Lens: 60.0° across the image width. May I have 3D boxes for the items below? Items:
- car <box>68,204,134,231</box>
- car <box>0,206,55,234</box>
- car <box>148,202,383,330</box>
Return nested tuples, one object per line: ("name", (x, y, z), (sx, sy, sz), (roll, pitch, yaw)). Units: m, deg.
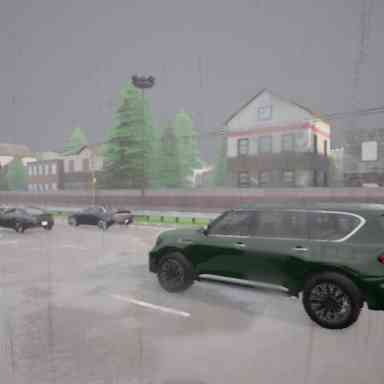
("car", (-5.848, 1.533, 21.073), (4.902, 1.511, 2.128), (0, 0, 36))
("car", (-10.033, 1.574, 19.742), (4.674, 1.442, 1.812), (0, 0, 35))
("car", (1.605, 1.228, 7.149), (5.566, 2.045, 2.150), (0, 0, 36))
